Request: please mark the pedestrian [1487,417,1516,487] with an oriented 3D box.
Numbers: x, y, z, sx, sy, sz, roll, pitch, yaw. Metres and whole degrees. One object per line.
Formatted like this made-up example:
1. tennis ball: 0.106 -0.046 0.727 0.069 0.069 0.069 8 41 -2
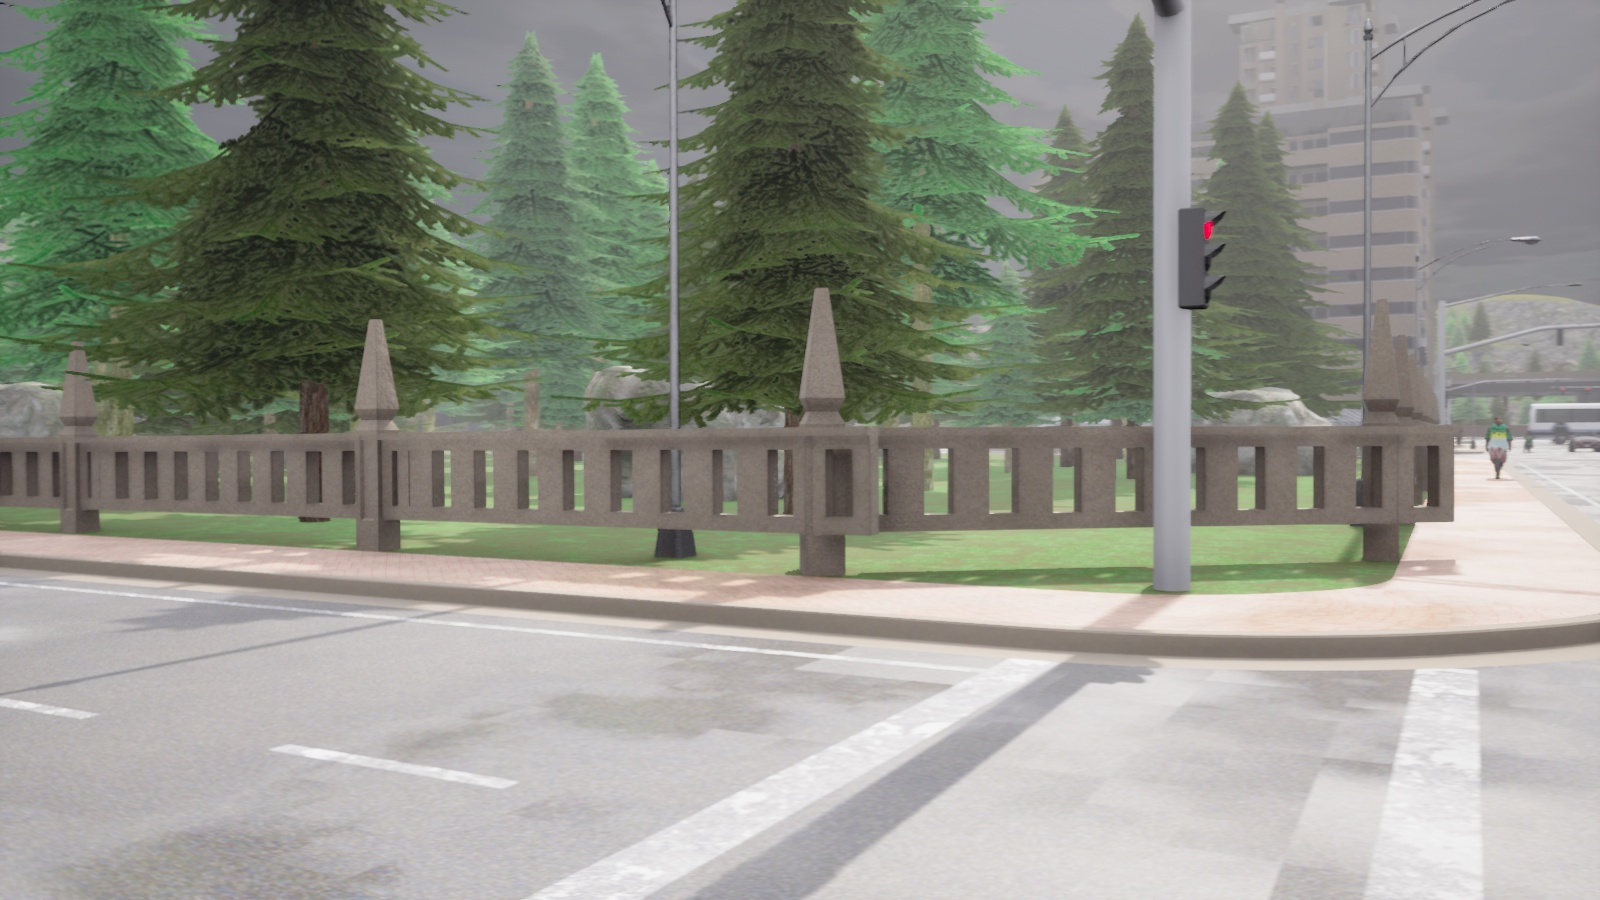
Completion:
1. pedestrian: 20.011 0.054 35.842 0.659 1.952 0.873 1 1 27
